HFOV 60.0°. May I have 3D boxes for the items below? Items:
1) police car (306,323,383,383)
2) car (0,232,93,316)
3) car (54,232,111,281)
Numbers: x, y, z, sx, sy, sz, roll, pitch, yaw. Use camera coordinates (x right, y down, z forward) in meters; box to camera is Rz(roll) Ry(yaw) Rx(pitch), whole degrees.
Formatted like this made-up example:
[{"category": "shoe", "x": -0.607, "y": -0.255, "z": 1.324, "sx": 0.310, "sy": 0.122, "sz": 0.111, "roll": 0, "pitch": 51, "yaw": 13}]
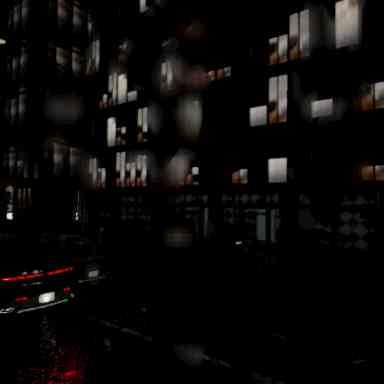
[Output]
[{"category": "police car", "x": 3.338, "y": 1.533, "z": 1.758, "sx": 5.238, "sy": 1.638, "sz": 1.930, "roll": -1, "pitch": -3, "yaw": 37}, {"category": "car", "x": -4.611, "y": 1.739, "z": 7.640, "sx": 4.892, "sy": 1.490, "sz": 1.837, "roll": -1, "pitch": -2, "yaw": 37}, {"category": "car", "x": -4.238, "y": 1.864, "z": 9.752, "sx": 4.403, "sy": 1.369, "sz": 2.008, "roll": -1, "pitch": -2, "yaw": 37}]
